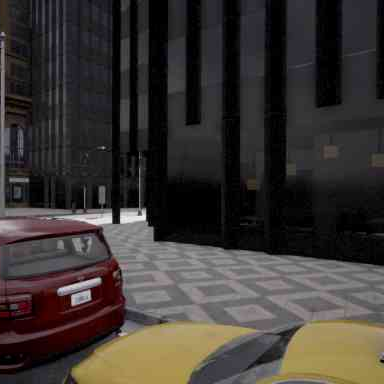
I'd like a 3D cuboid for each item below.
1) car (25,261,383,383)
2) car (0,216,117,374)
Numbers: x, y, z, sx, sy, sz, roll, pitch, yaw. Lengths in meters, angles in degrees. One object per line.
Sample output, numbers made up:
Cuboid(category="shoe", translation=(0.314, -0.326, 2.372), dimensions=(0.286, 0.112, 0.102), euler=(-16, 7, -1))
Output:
Cuboid(category="car", translation=(1.046, 1.525, 2.213), dimensions=(4.829, 1.417, 1.752), euler=(0, 0, 36))
Cuboid(category="car", translation=(-3.233, 1.314, 5.265), dimensions=(5.009, 1.841, 2.192), euler=(0, 0, 36))
